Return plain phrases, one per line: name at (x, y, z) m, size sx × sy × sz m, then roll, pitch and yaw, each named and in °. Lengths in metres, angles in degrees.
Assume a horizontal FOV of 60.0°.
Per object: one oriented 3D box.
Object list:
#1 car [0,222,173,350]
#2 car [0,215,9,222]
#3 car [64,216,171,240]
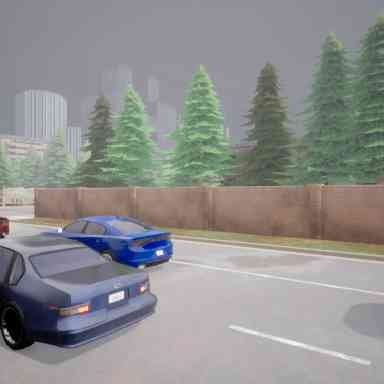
car at (-3.126, 1.547, 6.214) m, size 5.357 × 1.411 × 2.033 m, roll 0°, pitch 0°, yaw 35°
car at (-10.708, 1.478, 15.926) m, size 5.008 × 1.535 × 1.882 m, roll 0°, pitch 0°, yaw 35°
car at (-2.880, 1.478, 10.345) m, size 5.008 × 1.535 × 1.882 m, roll 0°, pitch 0°, yaw 35°
